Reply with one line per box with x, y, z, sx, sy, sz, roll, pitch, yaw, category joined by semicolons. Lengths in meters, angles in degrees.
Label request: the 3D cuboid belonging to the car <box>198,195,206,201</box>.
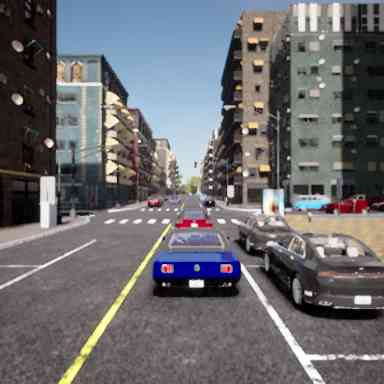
2.708;1.575;90.444;1.887;1.381;4.507;1;0;0;car

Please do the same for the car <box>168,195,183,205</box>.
-3.052;1.370;59.041;2.097;1.767;4.553;0;0;1;car

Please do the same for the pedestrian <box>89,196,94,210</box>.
-12.526;1.345;41.413;0.375;1.860;0.375;0;0;0;pedestrian

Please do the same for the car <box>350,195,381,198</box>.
19.293;1.224;38.226;5.009;1.841;2.192;0;0;0;car

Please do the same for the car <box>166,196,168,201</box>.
-5.675;1.562;57.059;1.887;1.381;4.507;1;0;0;car

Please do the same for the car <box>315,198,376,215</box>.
13.705;1.410;29.885;4.206;1.307;1.802;0;0;0;car

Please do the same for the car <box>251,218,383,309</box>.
2.831;1.552;7.684;2.008;1.369;4.403;1;0;0;car

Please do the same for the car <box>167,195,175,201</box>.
-5.673;1.597;90.485;1.947;1.339;4.313;1;0;0;car

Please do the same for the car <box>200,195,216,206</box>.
2.704;1.581;51.447;1.947;1.339;4.313;1;0;0;car

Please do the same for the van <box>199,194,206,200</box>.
2.709;1.367;79.304;1.690;1.788;3.998;1;0;0;van

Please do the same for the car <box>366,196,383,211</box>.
22.104;1.397;35.622;5.357;1.411;2.033;0;-1;0;car

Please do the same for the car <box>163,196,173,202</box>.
-5.673;1.592;79.343;1.947;1.339;4.313;1;0;0;car

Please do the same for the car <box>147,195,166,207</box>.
-5.672;1.330;51.488;2.192;1.841;5.009;1;0;0;car

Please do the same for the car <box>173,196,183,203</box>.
-2.995;1.564;74.256;2.033;1.411;5.357;0;0;0;car

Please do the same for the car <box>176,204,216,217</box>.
0.096;1.568;17.927;1.994;1.385;4.181;0;0;0;car

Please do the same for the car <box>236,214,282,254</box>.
2.831;1.554;13.254;2.008;1.369;4.403;1;0;0;car

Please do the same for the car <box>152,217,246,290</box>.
0.100;1.603;9.064;1.895;1.301;4.718;0;0;0;car

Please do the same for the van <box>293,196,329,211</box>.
13.766;1.293;38.266;3.998;1.788;1.690;0;0;0;van

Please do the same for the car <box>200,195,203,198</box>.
2.705;1.599;57.018;1.802;1.307;4.206;1;0;0;car
